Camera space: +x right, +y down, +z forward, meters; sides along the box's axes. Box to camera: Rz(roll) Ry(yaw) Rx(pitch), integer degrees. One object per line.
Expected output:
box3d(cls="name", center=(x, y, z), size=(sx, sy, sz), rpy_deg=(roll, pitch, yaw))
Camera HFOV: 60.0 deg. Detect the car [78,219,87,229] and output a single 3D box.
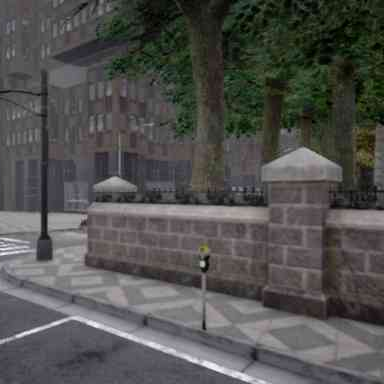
box3d(cls="car", center=(-5.120, 1.927, 22.967), size=(2.033, 1.411, 5.357), rpy_deg=(0, -1, 35))
